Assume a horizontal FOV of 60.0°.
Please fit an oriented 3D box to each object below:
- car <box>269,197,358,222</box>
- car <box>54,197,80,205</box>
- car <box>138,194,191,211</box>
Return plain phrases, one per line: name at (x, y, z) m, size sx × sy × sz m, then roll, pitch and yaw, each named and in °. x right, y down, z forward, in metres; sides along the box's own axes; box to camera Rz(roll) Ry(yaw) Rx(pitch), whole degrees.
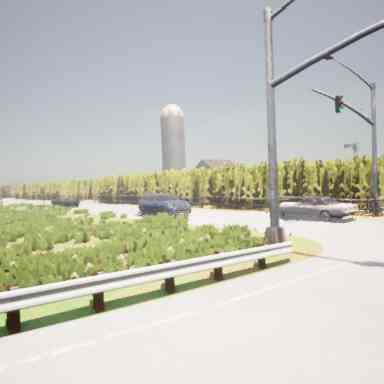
car at (6.870, 0.937, 19.380) m, size 1.895 × 1.301 × 4.718 m, roll -4°, pitch 2°, yaw -43°
car at (-15.006, 1.231, 39.427) m, size 1.895 × 1.301 × 4.718 m, roll -4°, pitch 2°, yaw -41°
car at (-2.081, 0.903, 24.328) m, size 2.097 × 1.767 × 4.553 m, roll -4°, pitch 2°, yaw -41°
